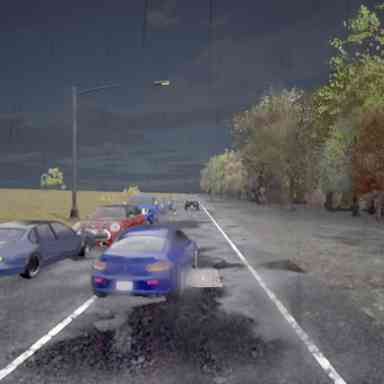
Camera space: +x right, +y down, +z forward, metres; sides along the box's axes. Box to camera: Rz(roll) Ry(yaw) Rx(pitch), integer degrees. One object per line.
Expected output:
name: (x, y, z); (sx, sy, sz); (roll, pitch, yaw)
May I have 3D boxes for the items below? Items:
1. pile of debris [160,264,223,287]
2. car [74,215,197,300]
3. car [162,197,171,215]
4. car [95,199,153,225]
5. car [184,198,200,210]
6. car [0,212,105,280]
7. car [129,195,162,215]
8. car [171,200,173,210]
pile of debris: (-0.010, 2.190, 8.813); (1.500, 0.140, 1.860); (0, 0, 0)
car: (-0.958, 1.541, 8.354); (1.812, 1.442, 4.674); (0, 0, 7)
car: (-3.642, 1.405, 34.081); (2.097, 1.767, 4.553); (0, 0, 0)
car: (-3.501, 1.377, 14.841); (2.097, 1.767, 4.553); (0, 0, 8)
car: (-0.012, 1.570, 43.923); (1.837, 1.490, 4.892); (0, 0, 0)
car: (-4.802, 1.566, 10.109); (2.033, 1.411, 5.357); (0, 0, 8)
car: (-3.638, 1.261, 24.077); (2.150, 2.045, 5.566); (0, 0, -1)
car: (-3.656, 1.417, 44.088); (2.097, 1.767, 4.553); (0, 0, 0)
